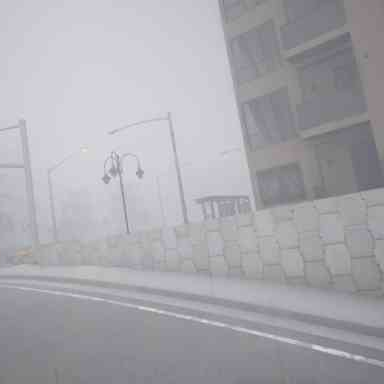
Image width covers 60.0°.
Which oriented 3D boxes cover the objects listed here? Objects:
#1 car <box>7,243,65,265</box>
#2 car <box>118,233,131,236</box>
[{"bbox_3d":[-13.694,5.362,29.558,1.882,1.535,5.008,-14,-8,35],"label":"car"},{"bbox_3d":[-7.854,5.455,37.491,1.895,1.301,4.718,-14,-8,35],"label":"car"}]
